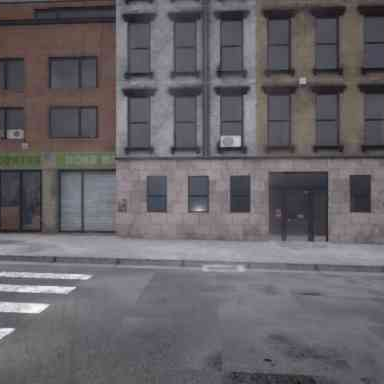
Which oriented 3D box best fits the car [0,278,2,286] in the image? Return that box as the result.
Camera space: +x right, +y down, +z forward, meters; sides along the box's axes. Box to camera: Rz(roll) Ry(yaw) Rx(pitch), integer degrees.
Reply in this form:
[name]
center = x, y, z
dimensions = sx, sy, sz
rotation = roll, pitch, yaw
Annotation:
[car]
center = -5.816, 1.411, 5.734
dimensions = 4.674, 1.442, 1.812
rotation = 1, 0, 3
